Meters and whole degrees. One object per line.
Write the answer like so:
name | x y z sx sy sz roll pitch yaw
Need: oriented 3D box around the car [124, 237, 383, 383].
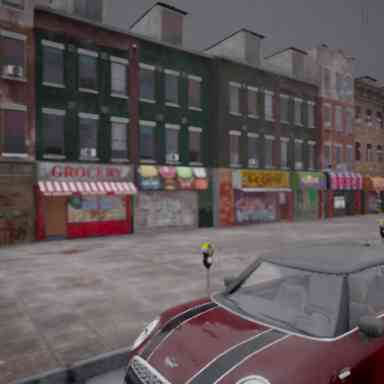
car | 1.307 1.419 3.745 4.097 1.590 1.967 0 0 -36
